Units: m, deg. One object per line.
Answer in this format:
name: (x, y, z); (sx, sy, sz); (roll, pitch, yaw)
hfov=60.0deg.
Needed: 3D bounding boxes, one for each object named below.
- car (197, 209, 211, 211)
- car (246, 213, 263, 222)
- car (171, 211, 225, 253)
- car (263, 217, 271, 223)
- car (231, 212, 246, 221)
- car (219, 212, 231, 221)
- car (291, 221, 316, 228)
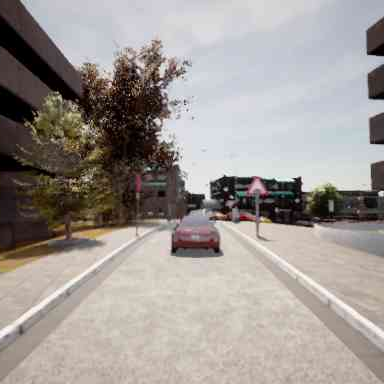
car: (0.497, 2.432, 30.669); (2.033, 1.411, 5.357); (0, -4, 2)
car: (10.833, 5.129, 66.793); (2.435, 2.045, 5.566); (8, -6, -30)
car: (0.136, 1.704, 14.394); (1.994, 1.385, 4.181); (0, -2, 0)
car: (13.667, 5.689, 67.475); (1.946, 1.575, 5.366); (8, -6, -30)
car: (7.836, 4.944, 66.240); (2.185, 1.767, 4.553); (7, -6, -30)
car: (4.863, 4.678, 65.749); (2.185, 1.767, 4.553); (5, -6, -31)
car: (22.638, 6.639, 68.822); (2.002, 1.452, 4.674); (8, -6, -29)
